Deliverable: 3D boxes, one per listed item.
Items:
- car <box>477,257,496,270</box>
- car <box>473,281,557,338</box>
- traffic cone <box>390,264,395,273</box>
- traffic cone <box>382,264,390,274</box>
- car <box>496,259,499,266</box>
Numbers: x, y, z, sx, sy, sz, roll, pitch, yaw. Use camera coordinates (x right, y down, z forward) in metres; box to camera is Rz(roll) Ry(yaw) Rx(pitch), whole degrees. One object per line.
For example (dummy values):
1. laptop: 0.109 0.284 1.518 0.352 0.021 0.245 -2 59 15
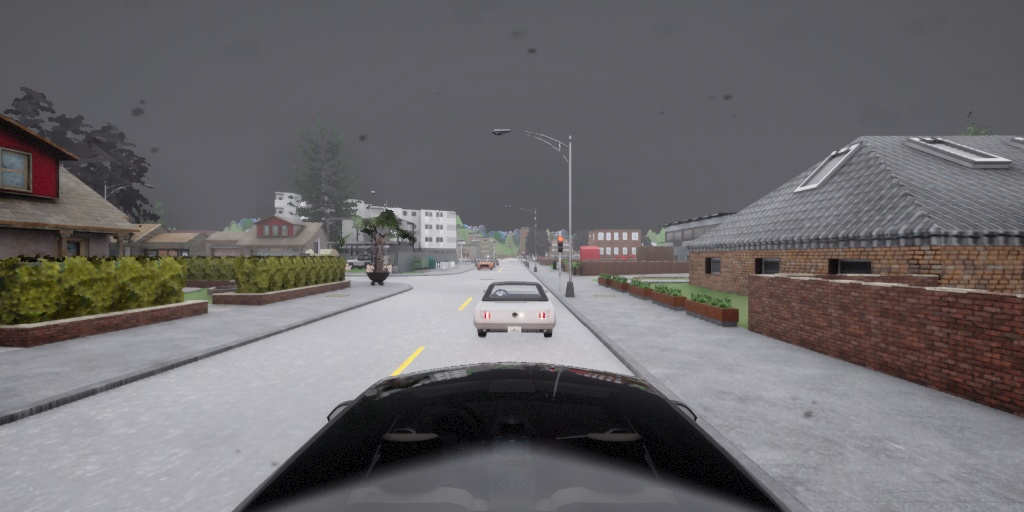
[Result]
1. car: -3.826 1.102 52.297 2.097 1.767 4.553 0 0 0
2. car: 0.096 1.351 10.191 1.895 1.301 4.718 0 0 1
3. traffic cone: -15.162 1.558 44.708 0.344 0.586 0.344 0 0 0
4. traffic cone: -15.526 1.561 44.141 0.344 0.586 0.344 0 0 0
5. car: -3.755 1.255 61.678 1.837 1.490 4.892 0 0 1
